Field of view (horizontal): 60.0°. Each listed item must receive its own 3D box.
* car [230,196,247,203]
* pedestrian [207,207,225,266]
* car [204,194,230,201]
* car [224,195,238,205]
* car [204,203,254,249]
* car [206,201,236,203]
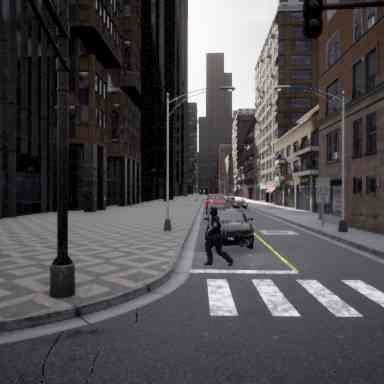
[{"bbox_3d":[6.102,1.562,43.469,1.895,1.301,4.718,0,0,3],"label":"car"},{"bbox_3d":[0.708,1.285,9.900,0.375,1.860,0.375,0,0,3],"label":"pedestrian"},{"bbox_3d":[2.538,1.193,35.260,2.150,2.045,5.566,0,0,3],"label":"car"},{"bbox_3d":[6.780,1.398,58.525,2.128,1.511,4.902,0,0,3],"label":"car"},{"bbox_3d":[1.599,1.466,14.859,1.882,1.535,5.008,0,0,4],"label":"car"},{"bbox_3d":[2.052,1.582,24.759,1.895,1.301,4.718,0,0,3],"label":"car"}]
